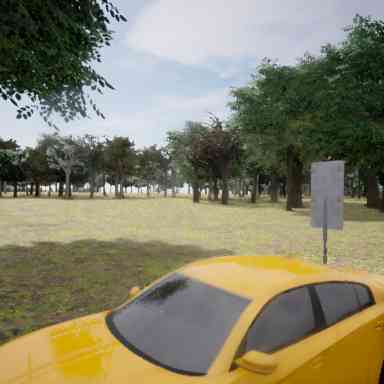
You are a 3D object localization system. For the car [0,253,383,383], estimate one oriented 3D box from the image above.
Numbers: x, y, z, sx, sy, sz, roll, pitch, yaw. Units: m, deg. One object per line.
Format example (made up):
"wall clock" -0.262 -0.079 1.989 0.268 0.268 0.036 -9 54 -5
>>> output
"car" 0.455 1.479 3.396 5.008 1.535 1.882 0 0 -35
